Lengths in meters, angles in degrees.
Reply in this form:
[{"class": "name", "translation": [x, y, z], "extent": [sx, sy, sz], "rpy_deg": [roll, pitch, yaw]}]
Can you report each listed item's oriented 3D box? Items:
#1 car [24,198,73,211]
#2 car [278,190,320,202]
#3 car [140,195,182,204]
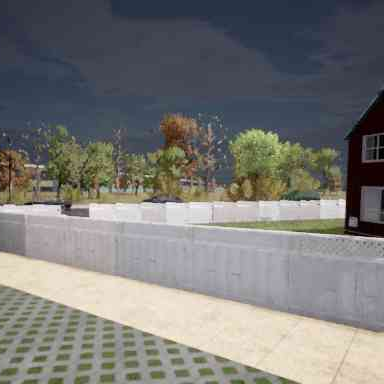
[{"class": "car", "translation": [-14.960, 1.297, 34.642], "extent": [4.718, 1.301, 1.895], "rpy_deg": [0, 2, -18]}, {"class": "car", "translation": [14.319, 0.706, 44.357], "extent": [5.566, 2.045, 2.150], "rpy_deg": [0, 2, -18]}, {"class": "car", "translation": [-3.577, 1.106, 38.442], "extent": [4.892, 1.490, 1.837], "rpy_deg": [-1, 2, -19]}]
